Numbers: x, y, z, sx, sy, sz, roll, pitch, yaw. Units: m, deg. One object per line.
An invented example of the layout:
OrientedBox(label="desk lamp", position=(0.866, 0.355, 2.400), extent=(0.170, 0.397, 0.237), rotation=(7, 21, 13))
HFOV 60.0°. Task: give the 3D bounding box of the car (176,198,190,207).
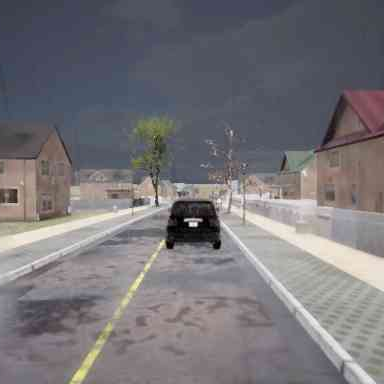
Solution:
OrientedBox(label="car", position=(-1.577, 1.819, 59.708), extent=(2.033, 1.411, 5.357), rotation=(0, 0, 2))

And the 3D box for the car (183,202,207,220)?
OrientedBox(label="car", position=(0.293, 1.623, 29.629), extent=(1.994, 1.385, 4.181), rotation=(0, 0, 1))

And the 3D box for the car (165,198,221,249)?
OrientedBox(label="car", position=(0.074, 1.268, 14.663), extent=(2.150, 2.045, 5.566), rotation=(0, 0, 1))
